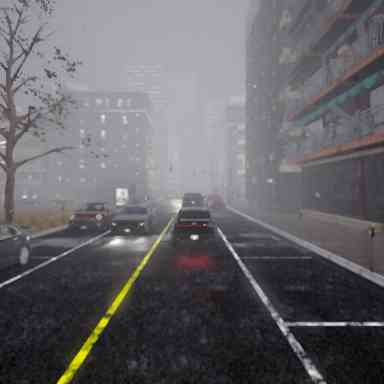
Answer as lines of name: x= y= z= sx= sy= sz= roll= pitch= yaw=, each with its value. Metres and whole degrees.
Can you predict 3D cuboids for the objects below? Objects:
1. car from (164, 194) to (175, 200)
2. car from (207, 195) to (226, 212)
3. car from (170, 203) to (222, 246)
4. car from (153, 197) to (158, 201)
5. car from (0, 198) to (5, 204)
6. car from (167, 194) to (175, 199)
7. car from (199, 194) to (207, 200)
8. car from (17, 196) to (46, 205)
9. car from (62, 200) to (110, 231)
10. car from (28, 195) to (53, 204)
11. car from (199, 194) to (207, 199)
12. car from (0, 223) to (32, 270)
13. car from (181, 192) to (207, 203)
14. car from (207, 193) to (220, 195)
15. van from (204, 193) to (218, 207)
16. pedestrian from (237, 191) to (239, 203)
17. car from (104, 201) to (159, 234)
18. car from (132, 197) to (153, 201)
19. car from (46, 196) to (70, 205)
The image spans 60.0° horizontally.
car: x=-5.690 y=1.194 z=79.545 sx=1.947 sy=1.339 sz=4.313 roll=0 pitch=0 yaw=0
car: x=2.687 y=1.365 z=36.083 sx=1.887 sy=1.381 sz=4.507 roll=0 pitch=0 yaw=0
car: x=0.097 y=1.427 z=14.747 sx=1.837 sy=1.490 sz=4.892 roll=0 pitch=0 yaw=0
car: x=-5.692 y=1.351 z=47.141 sx=1.802 sy=1.307 sz=4.206 roll=0 pitch=0 yaw=0
car: x=-39.167 y=1.778 z=66.368 sx=4.206 sy=1.307 sz=1.802 roll=-1 pitch=2 yaw=0
car: x=-5.689 y=1.149 z=90.593 sx=1.947 sy=1.339 sz=4.313 roll=0 pitch=0 yaw=0
car: x=2.692 y=1.211 z=79.533 sx=1.802 sy=1.307 sz=4.206 roll=0 pitch=0 yaw=0
car: x=-27.967 y=1.689 z=57.858 sx=4.403 sy=1.369 sz=2.008 roll=-1 pitch=2 yaw=0
car: x=-5.696 y=1.339 z=19.502 sx=1.967 sy=1.590 sz=4.097 roll=0 pitch=0 yaw=0
car: x=-30.266 y=1.506 z=66.478 sx=4.097 sy=1.590 sz=1.967 roll=-1 pitch=2 yaw=0
car: x=2.692 y=1.172 z=85.056 sx=1.947 sy=1.339 sz=4.313 roll=0 pitch=0 yaw=0
car: x=-5.696 y=1.506 z=8.447 sx=2.008 sy=1.369 sz=4.403 roll=0 pitch=0 yaw=0
car: x=0.103 y=1.054 z=33.324 sx=2.150 sy=2.045 sz=5.566 roll=0 pitch=0 yaw=0
car: x=2.686 y=1.110 z=41.610 sx=2.192 sy=1.841 sz=5.009 roll=0 pitch=0 yaw=0
van: x=2.687 y=1.111 z=47.138 sx=1.690 sy=1.788 sz=3.998 roll=0 pitch=0 yaw=0
pedestrian: x=7.140 y=0.795 z=51.692 sx=0.375 sy=1.860 sz=0.375 roll=0 pitch=1 yaw=0
car: x=-3.100 y=1.451 z=18.613 sx=2.033 sy=1.411 sz=5.357 roll=0 pitch=0 yaw=0
car: x=-5.694 y=1.260 z=36.084 sx=1.967 sy=1.590 sz=4.097 roll=0 pitch=0 yaw=0
car: x=-22.398 y=1.608 z=57.897 sx=4.403 sy=1.369 sz=2.008 roll=-1 pitch=2 yaw=0
